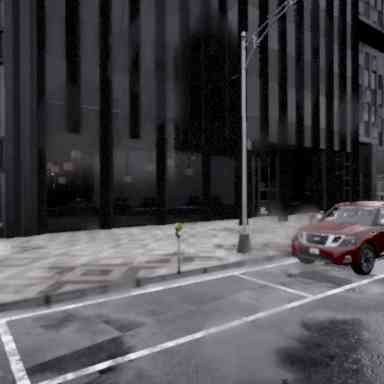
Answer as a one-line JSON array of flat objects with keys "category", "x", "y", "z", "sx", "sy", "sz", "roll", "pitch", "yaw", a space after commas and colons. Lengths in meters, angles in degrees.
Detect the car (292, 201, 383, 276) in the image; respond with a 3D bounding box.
[{"category": "car", "x": 5.300, "y": 1.232, "z": 10.314, "sx": 5.009, "sy": 1.841, "sz": 2.192, "roll": -1, "pitch": 0, "yaw": -36}]
